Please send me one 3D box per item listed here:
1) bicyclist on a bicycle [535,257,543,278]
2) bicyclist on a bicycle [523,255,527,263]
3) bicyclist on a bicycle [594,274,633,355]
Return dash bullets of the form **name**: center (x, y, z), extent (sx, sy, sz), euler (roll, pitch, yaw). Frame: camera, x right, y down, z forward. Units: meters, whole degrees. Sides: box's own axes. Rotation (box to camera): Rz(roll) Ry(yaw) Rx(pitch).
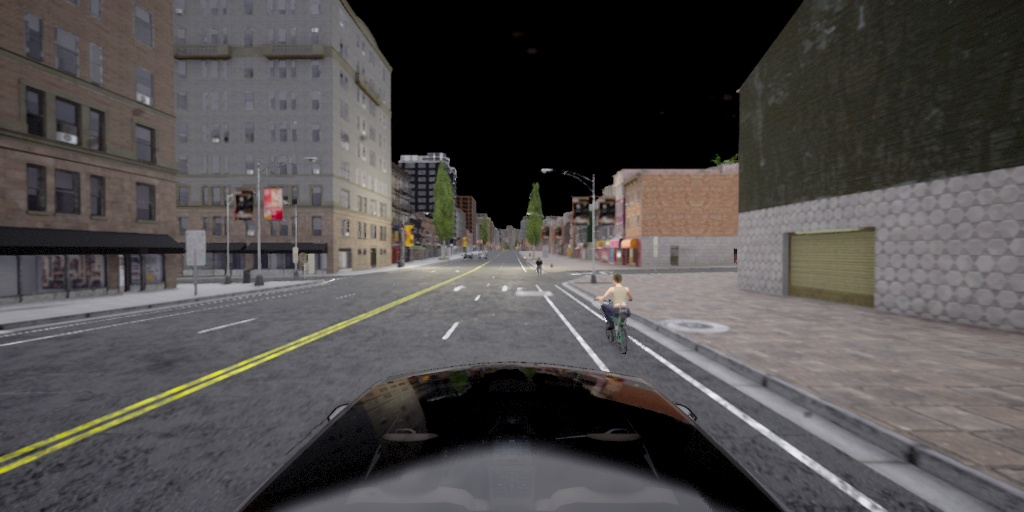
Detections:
- **bicyclist on a bicycle**: center (2.246, 0.926, 29.882), extent (0.659, 1.776, 1.843), euler (-1, 1, 0)
- **bicyclist on a bicycle**: center (2.286, 0.646, 63.665), extent (0.866, 1.612, 1.509), euler (0, 1, 0)
- **bicyclist on a bicycle**: center (2.234, 1.180, 7.693), extent (0.866, 1.612, 1.509), euler (0, 0, 0)
